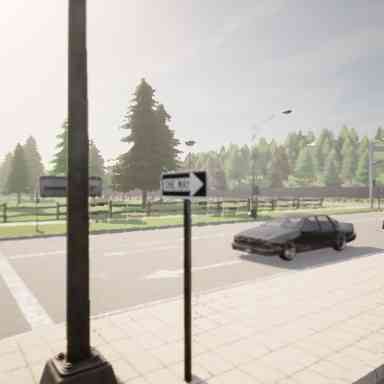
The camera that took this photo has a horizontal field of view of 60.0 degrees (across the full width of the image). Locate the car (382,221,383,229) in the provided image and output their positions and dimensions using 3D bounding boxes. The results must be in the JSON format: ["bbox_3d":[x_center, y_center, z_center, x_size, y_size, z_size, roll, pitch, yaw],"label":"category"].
[{"bbox_3d":[12.222,1.476,18.141,4.181,1.385,1.994,0,0,-35],"label":"car"}]

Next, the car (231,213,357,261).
[{"bbox_3d":[3.984,1.503,12.344,5.357,1.411,2.033,0,0,-35],"label":"car"}]
